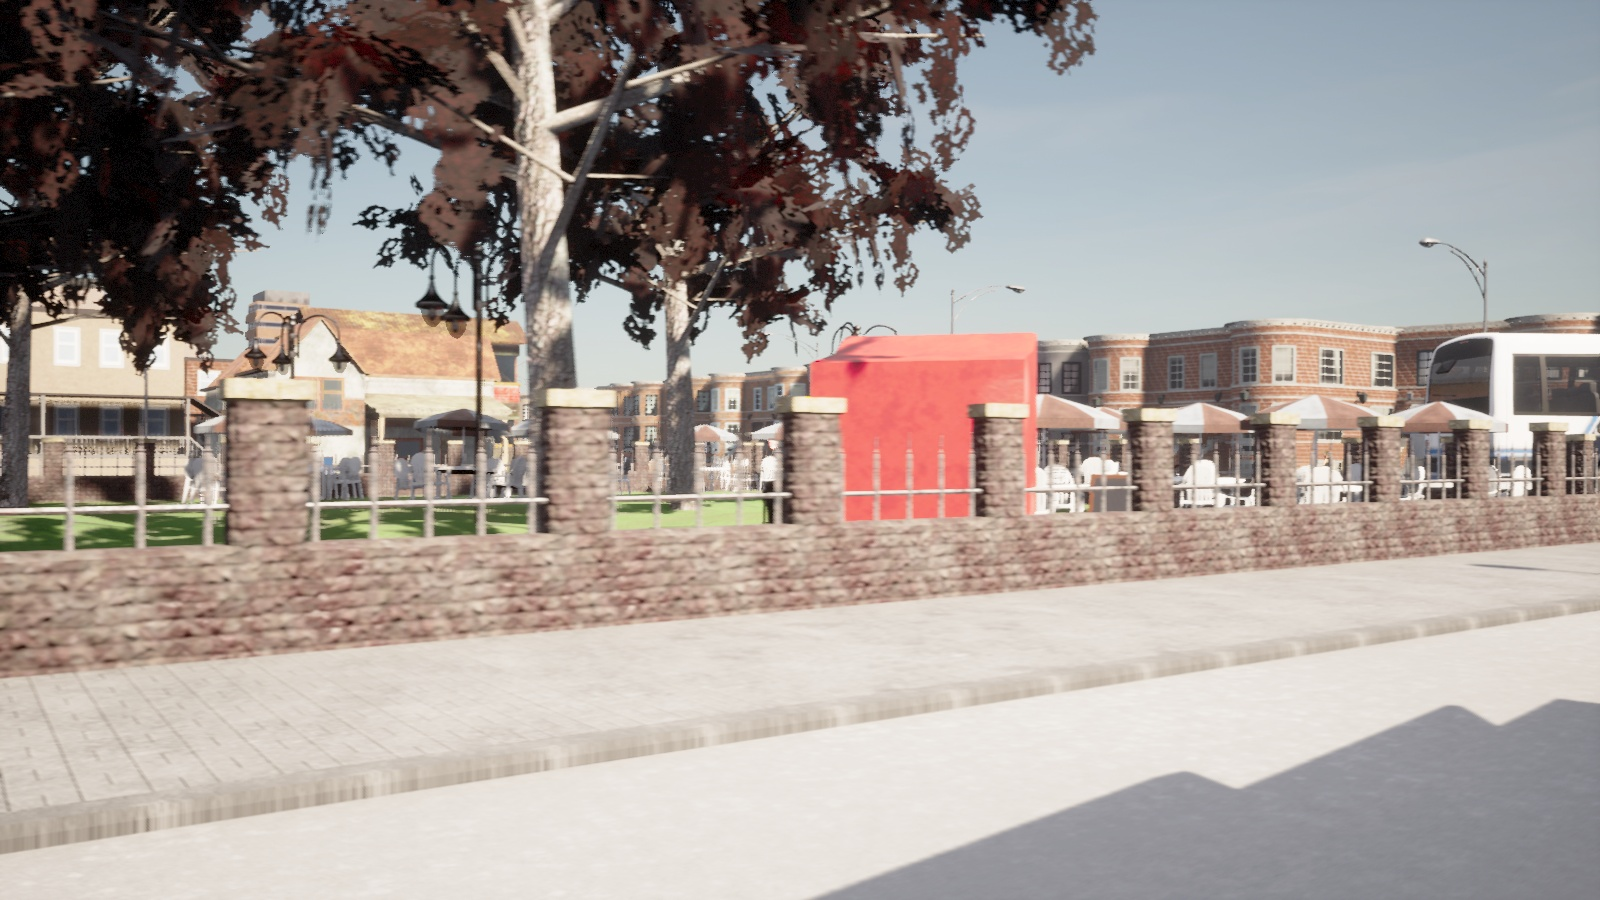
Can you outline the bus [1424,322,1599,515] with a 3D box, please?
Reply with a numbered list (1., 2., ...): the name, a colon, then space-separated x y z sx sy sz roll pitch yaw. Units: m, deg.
1. bus: 20.888 -0.653 29.733 10.273 4.253 3.944 0 -1 -1
